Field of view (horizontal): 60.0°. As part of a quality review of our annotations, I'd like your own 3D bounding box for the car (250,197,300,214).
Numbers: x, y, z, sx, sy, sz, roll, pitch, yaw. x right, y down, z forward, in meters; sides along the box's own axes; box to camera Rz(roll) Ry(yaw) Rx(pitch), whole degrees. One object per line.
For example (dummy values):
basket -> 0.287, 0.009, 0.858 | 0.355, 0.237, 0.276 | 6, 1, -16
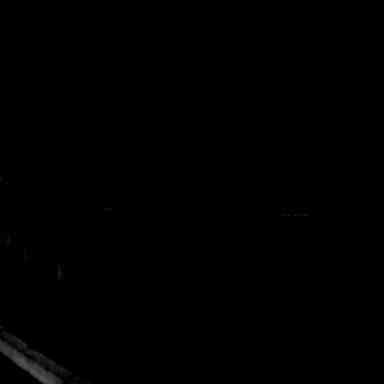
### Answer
car -> 7.356, 1.107, 29.730 | 1.882, 1.535, 5.008 | 1, 0, -34
